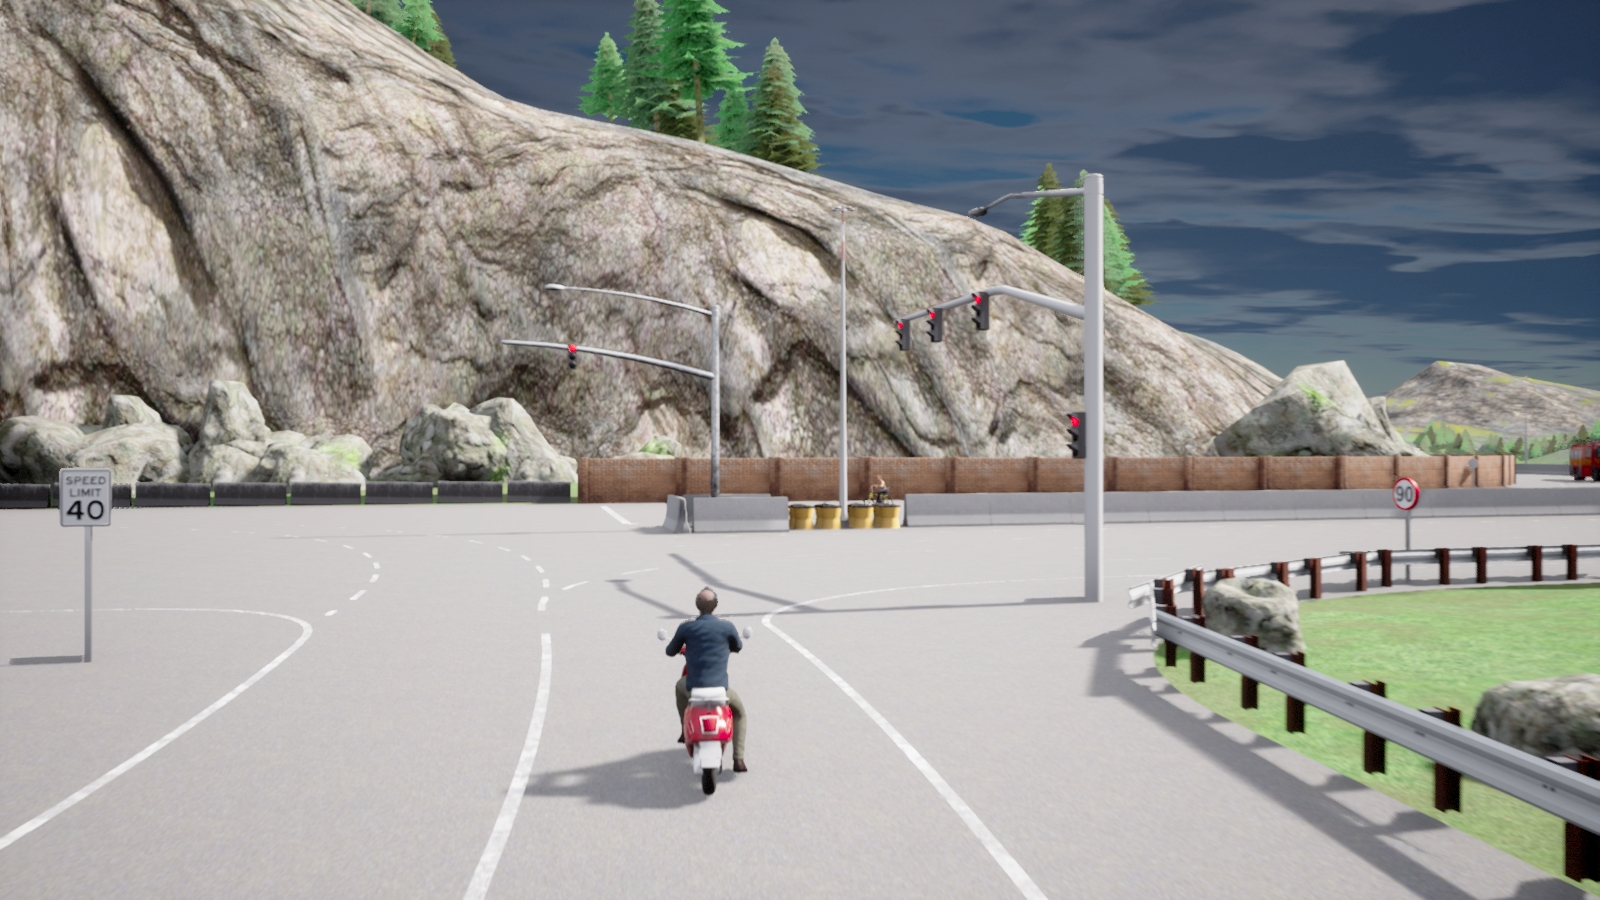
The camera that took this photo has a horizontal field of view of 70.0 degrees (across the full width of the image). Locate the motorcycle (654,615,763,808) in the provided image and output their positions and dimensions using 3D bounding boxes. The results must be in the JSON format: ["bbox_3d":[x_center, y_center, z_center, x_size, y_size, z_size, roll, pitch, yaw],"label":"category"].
[{"bbox_3d":[-0.824,2.185,9.896,0.856,1.236,1.805,0,0,-7],"label":"motorcycle"}]
